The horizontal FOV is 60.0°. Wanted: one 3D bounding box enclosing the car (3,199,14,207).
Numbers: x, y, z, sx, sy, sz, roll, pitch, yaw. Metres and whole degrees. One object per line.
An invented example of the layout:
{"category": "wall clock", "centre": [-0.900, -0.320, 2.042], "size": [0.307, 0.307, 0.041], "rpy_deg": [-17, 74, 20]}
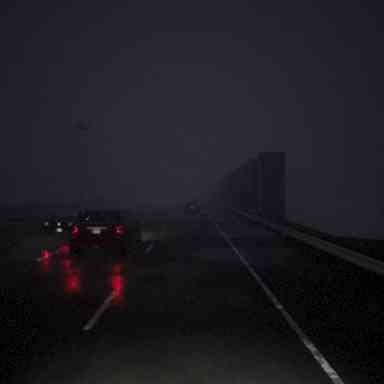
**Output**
{"category": "car", "centre": [-31.225, 1.835, 55.075], "size": [1.812, 1.442, 4.674], "rpy_deg": [0, 0, 2]}

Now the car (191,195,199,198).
{"category": "car", "centre": [0.676, 1.451, 73.422], "size": [2.033, 1.649, 4.856], "rpy_deg": [0, 0, 0]}

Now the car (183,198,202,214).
{"category": "car", "centre": [0.044, 1.723, 38.354], "size": [2.163, 1.488, 4.792], "rpy_deg": [0, 0, 1]}

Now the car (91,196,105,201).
{"category": "car", "centre": [-20.342, 1.752, 71.973], "size": [2.097, 1.767, 4.553], "rpy_deg": [0, 0, 1]}

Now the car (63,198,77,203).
{"category": "car", "centre": [-27.324, 1.933, 74.432], "size": [1.994, 1.385, 4.181], "rpy_deg": [0, 0, 1]}

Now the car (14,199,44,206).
{"category": "car", "centre": [-24.353, 1.777, 50.668], "size": [2.128, 1.511, 4.902], "rpy_deg": [0, 0, 2]}

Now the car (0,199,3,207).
{"category": "car", "centre": [-21.079, 1.533, 32.492], "size": [2.097, 1.767, 4.553], "rpy_deg": [0, 0, 0]}

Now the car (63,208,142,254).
{"category": "car", "centre": [-3.403, 1.432, 13.983], "size": [2.097, 1.767, 4.553], "rpy_deg": [0, 0, 0]}

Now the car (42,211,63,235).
{"category": "car", "centre": [-6.903, 1.712, 19.558], "size": [1.895, 1.301, 4.718], "rpy_deg": [0, 0, 0]}
